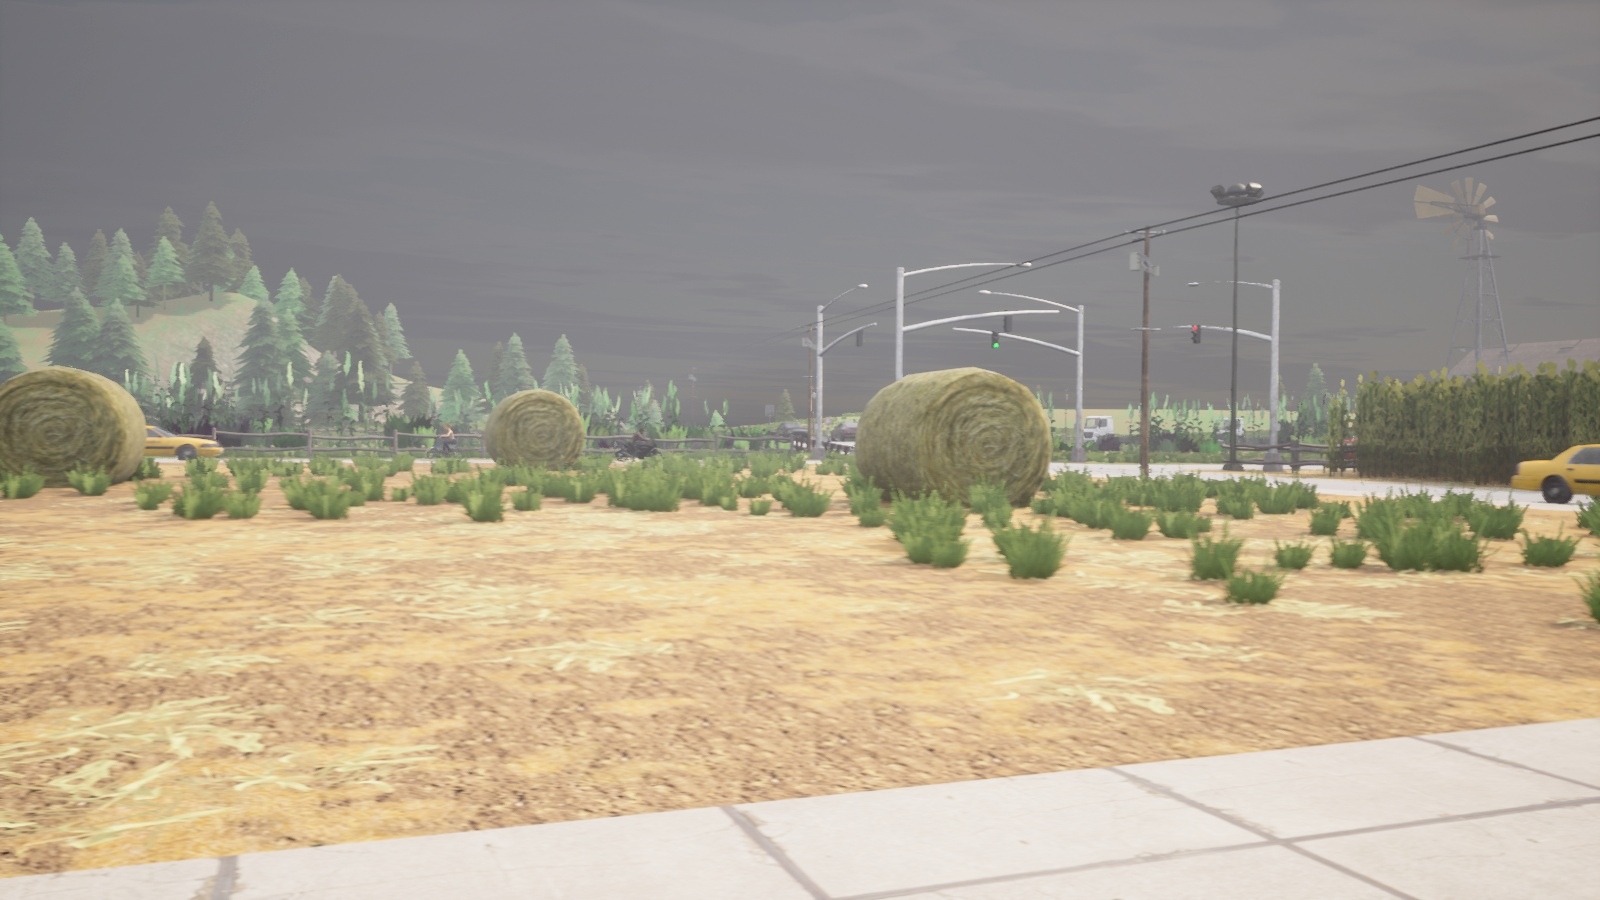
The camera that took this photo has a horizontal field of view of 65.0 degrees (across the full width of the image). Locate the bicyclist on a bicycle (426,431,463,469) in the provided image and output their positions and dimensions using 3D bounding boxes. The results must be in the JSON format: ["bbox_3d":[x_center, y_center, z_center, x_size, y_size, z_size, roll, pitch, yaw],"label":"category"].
[{"bbox_3d":[-15.428,0.005,54.561,1.509,1.612,0.866,-1,1,-17],"label":"bicyclist on a bicycle"}]

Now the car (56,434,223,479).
[{"bbox_3d":[-25.117,0.220,47.951,5.366,1.575,1.801,-1,1,-17],"label":"car"}]

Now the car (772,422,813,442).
[{"bbox_3d":[-0.609,-1.332,93.149,2.033,1.411,5.357,-1,0,-12],"label":"car"}]

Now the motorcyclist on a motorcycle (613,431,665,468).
[{"bbox_3d":[-6.862,-0.025,53.519,2.044,1.523,0.797,-1,1,-17],"label":"motorcyclist on a motorcycle"}]

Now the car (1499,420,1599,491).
[{"bbox_3d":[18.683,0.104,28.162,1.801,1.575,5.366,-1,1,-20],"label":"car"}]

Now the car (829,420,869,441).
[{"bbox_3d":[3.500,-1.381,90.643,1.812,1.442,4.674,-1,1,-12],"label":"car"}]
